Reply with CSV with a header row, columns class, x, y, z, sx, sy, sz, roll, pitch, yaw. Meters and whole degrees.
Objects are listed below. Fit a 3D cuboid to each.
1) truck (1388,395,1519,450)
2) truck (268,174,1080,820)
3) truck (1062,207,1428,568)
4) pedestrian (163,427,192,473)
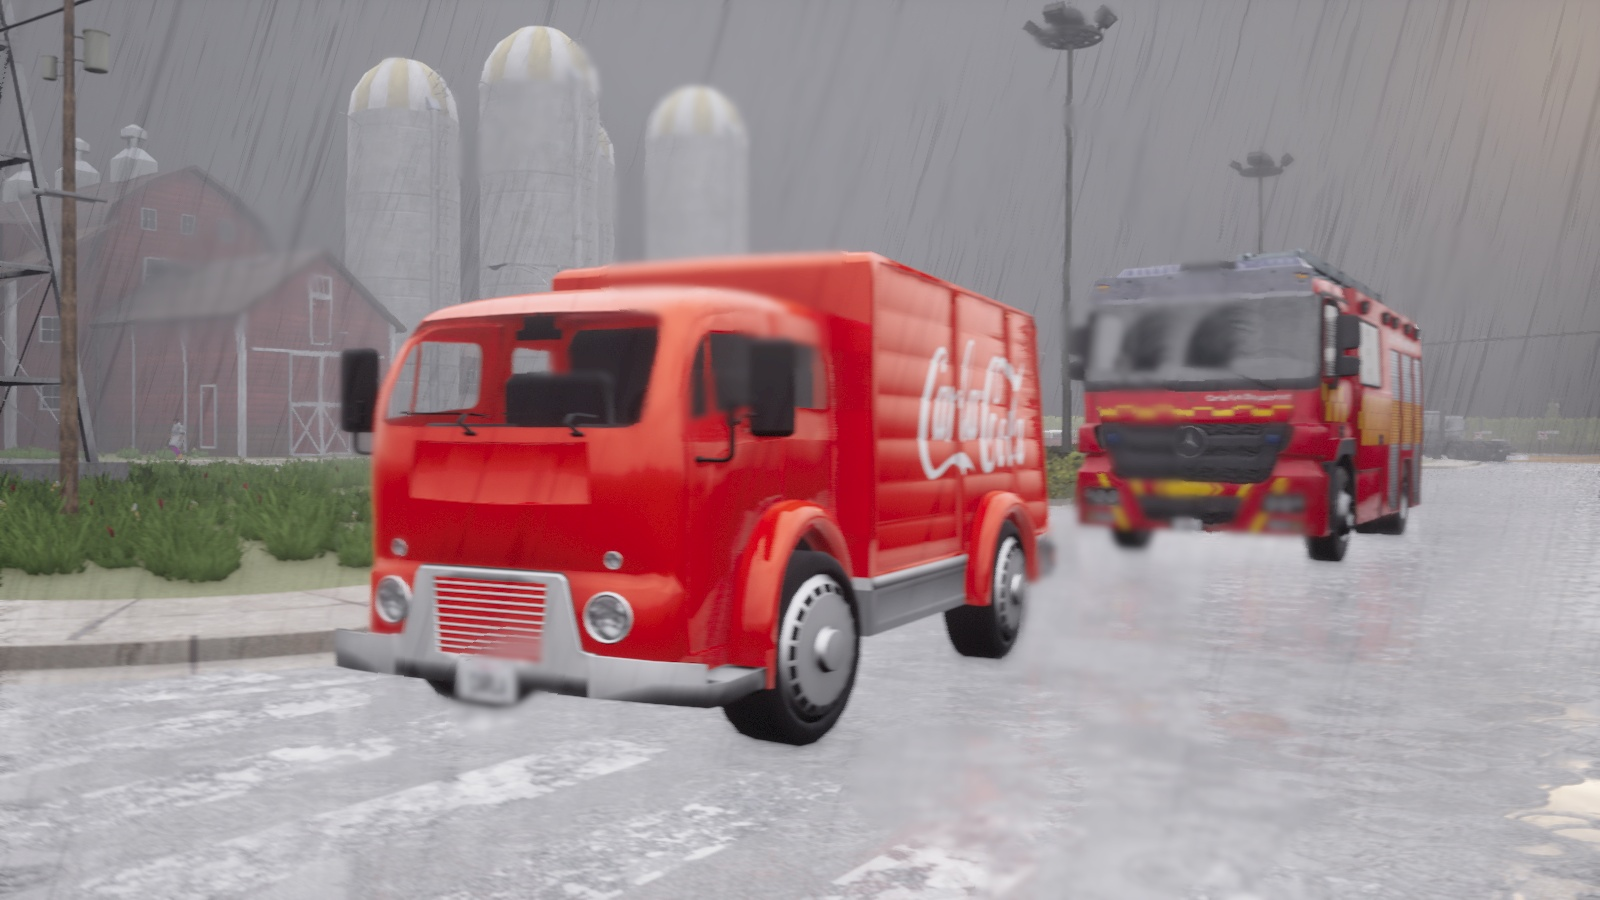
class,x,y,z,sx,sy,sz,roll,pitch,yaw
truck,43.473,-1.797,83.834,2.891,3.462,7.936,-1,1,-18
truck,-0.189,0.149,7.711,2.627,2.467,5.204,0,1,25
truck,6.663,-0.727,17.645,2.891,3.827,8.468,0,1,33
pedestrian,-26.790,-0.016,54.072,0.659,1.952,0.873,0,1,32
